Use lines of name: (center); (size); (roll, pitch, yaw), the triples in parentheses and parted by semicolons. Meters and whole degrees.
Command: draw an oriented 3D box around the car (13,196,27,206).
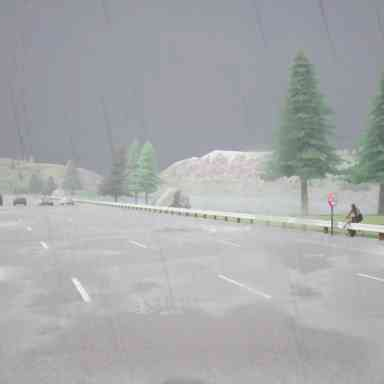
car: (-29.304, 1.482, 56.587); (2.128, 1.511, 4.902); (0, 0, -31)

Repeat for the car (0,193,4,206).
car: (-31.954, 1.212, 54.196); (2.150, 2.045, 5.566); (0, 0, -31)

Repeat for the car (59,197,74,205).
car: (-21.611, 1.516, 57.332); (1.812, 1.442, 4.674); (0, 0, -30)

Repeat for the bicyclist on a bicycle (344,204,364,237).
bicyclist on a bicycle: (8.109, 1.432, 16.592); (1.656, 1.620, 0.582); (5, -2, -30)

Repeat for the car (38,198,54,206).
car: (-23.987, 1.591, 54.479); (1.895, 1.301, 4.718); (0, 0, -31)
